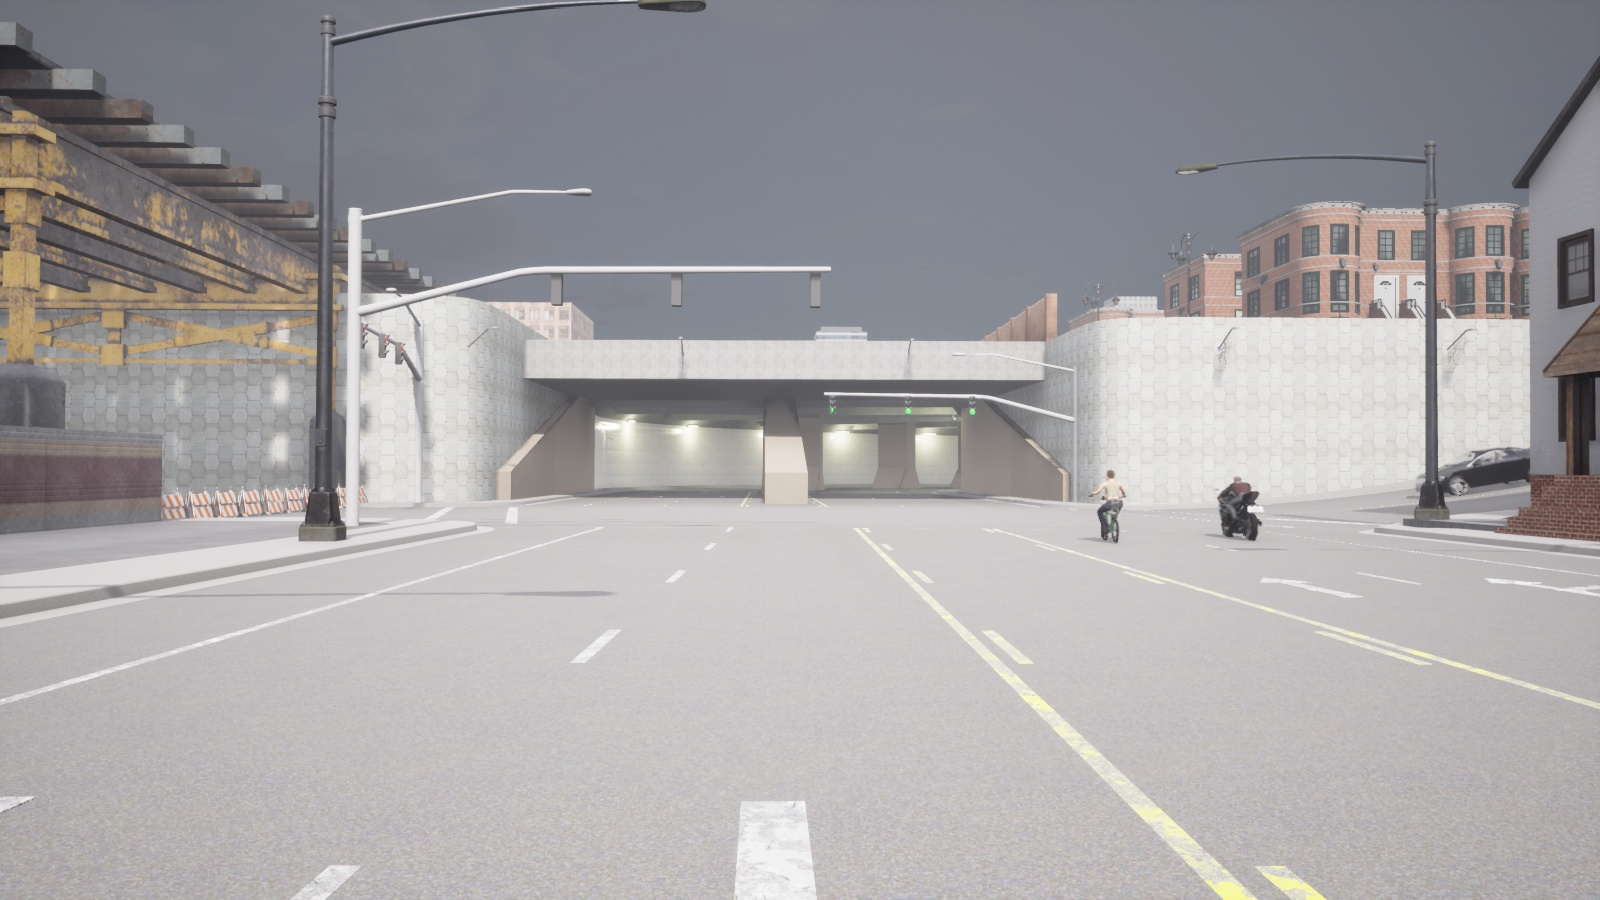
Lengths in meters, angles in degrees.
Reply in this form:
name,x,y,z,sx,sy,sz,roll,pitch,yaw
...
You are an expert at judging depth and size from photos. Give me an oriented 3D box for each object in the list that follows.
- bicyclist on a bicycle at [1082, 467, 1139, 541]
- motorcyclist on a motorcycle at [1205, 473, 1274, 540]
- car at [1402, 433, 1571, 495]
name,x,y,z,sx,sy,sz,roll,pitch,yaw
bicyclist on a bicycle,6.922,1.194,28.083,0.866,1.612,1.509,0,-1,0
motorcyclist on a motorcycle,10.413,1.308,29.842,0.866,1.530,2.191,0,-1,0
car,25.313,0.513,46.443,4.902,1.511,2.128,-9,-1,-1
